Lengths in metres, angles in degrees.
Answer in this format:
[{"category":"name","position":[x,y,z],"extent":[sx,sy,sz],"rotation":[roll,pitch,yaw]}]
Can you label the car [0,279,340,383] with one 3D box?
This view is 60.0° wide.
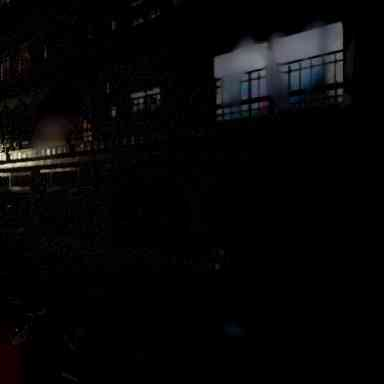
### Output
[{"category":"car","position":[-0.697,1.596,3.371],"extent":[4.206,1.307,1.802],"rotation":[0,0,35]}]
